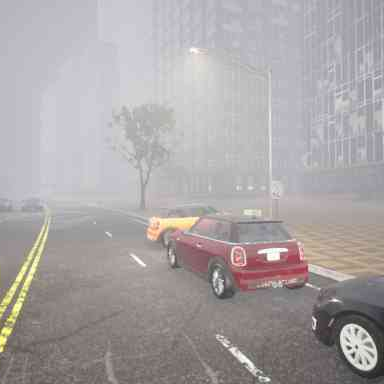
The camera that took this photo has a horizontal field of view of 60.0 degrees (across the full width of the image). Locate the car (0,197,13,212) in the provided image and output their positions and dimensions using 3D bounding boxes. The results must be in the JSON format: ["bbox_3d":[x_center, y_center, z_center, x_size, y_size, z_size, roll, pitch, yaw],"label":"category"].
[{"bbox_3d":[-21.795,1.389,38.061,2.097,1.767,4.553,0,0,-24],"label":"car"}]

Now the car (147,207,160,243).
[{"bbox_3d":[0.380,1.276,14.434,4.553,1.767,2.097,-3,1,-18],"label":"car"}]

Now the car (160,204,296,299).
[{"bbox_3d":[0.884,1.355,8.839,2.097,1.767,4.553,0,0,-22],"label":"car"}]

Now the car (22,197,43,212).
[{"bbox_3d":[-18.826,1.392,39.383,2.097,1.767,4.553,0,0,-24],"label":"car"}]

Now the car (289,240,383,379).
[{"bbox_3d":[3.619,1.505,3.368,1.837,1.490,4.892,0,0,-35],"label":"car"}]
